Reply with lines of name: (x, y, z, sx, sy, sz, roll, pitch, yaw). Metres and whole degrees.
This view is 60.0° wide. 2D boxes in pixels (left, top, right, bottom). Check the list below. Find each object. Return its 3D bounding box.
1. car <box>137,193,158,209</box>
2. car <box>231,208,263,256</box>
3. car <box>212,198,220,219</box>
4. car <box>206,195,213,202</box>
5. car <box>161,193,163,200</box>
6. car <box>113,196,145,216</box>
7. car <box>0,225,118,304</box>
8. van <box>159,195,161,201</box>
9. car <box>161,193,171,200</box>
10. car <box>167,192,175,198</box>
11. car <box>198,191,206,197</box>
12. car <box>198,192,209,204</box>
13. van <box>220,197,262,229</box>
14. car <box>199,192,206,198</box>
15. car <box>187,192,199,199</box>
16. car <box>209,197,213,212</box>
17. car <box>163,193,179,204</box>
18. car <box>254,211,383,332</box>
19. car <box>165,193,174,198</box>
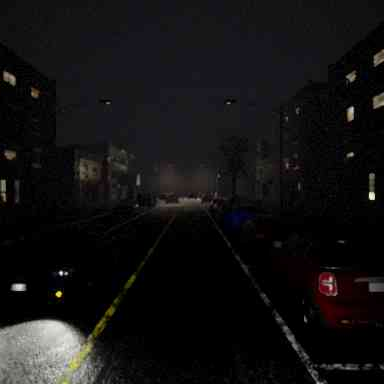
car: (-5.678, 0.997, 40.037, 2.192, 1.841, 5.009, -1, 0, 0)
car: (2.694, 1.484, 12.297, 1.802, 1.307, 4.206, -1, 0, 0)
car: (2.698, 1.358, 23.393, 1.887, 1.381, 4.507, -1, 0, 0)
car: (2.703, 1.307, 34.489, 1.802, 1.307, 4.206, -1, 0, 0)
car: (-5.666, 0.900, 67.779, 1.967, 1.590, 4.097, -1, 0, 0)
car: (-5.680, 1.321, 28.942, 2.008, 1.369, 4.403, -1, 0, 0)
car: (-3.096, 1.500, 7.933, 1.994, 1.385, 4.181, 0, 0, 0)
van: (-5.676, 0.979, 45.585, 1.690, 1.788, 3.998, -1, 0, 0)
car: (-5.662, 0.960, 73.328, 1.887, 1.381, 4.507, -1, 0, 0)
car: (-5.656, 0.833, 89.972, 2.008, 1.369, 4.403, -1, 0, 0)
car: (2.725, 0.552, 95.517, 2.192, 1.841, 5.009, -1, 0, 0)
car: (2.373, 1.108, 52.412, 1.812, 1.442, 4.674, 0, 0, 0)
van: (2.693, 1.199, 17.843, 1.690, 1.788, 3.998, -1, 0, 0)
car: (2.726, 0.806, 90.140, 1.752, 1.417, 4.829, -1, 0, 0)
car: (0.029, 0.822, 71.069, 1.812, 1.442, 4.674, 0, 0, 0)
car: (2.700, 1.351, 28.941, 1.802, 1.307, 4.206, -1, 0, 0)
car: (-3.048, 1.116, 51.433, 1.812, 1.442, 4.674, 0, 0, 0)
car: (2.690, 1.386, 6.747, 1.967, 1.590, 4.097, -1, 0, 0)
car: (-5.657, 0.908, 84.424, 1.802, 1.307, 4.206, -1, 0, 0)
